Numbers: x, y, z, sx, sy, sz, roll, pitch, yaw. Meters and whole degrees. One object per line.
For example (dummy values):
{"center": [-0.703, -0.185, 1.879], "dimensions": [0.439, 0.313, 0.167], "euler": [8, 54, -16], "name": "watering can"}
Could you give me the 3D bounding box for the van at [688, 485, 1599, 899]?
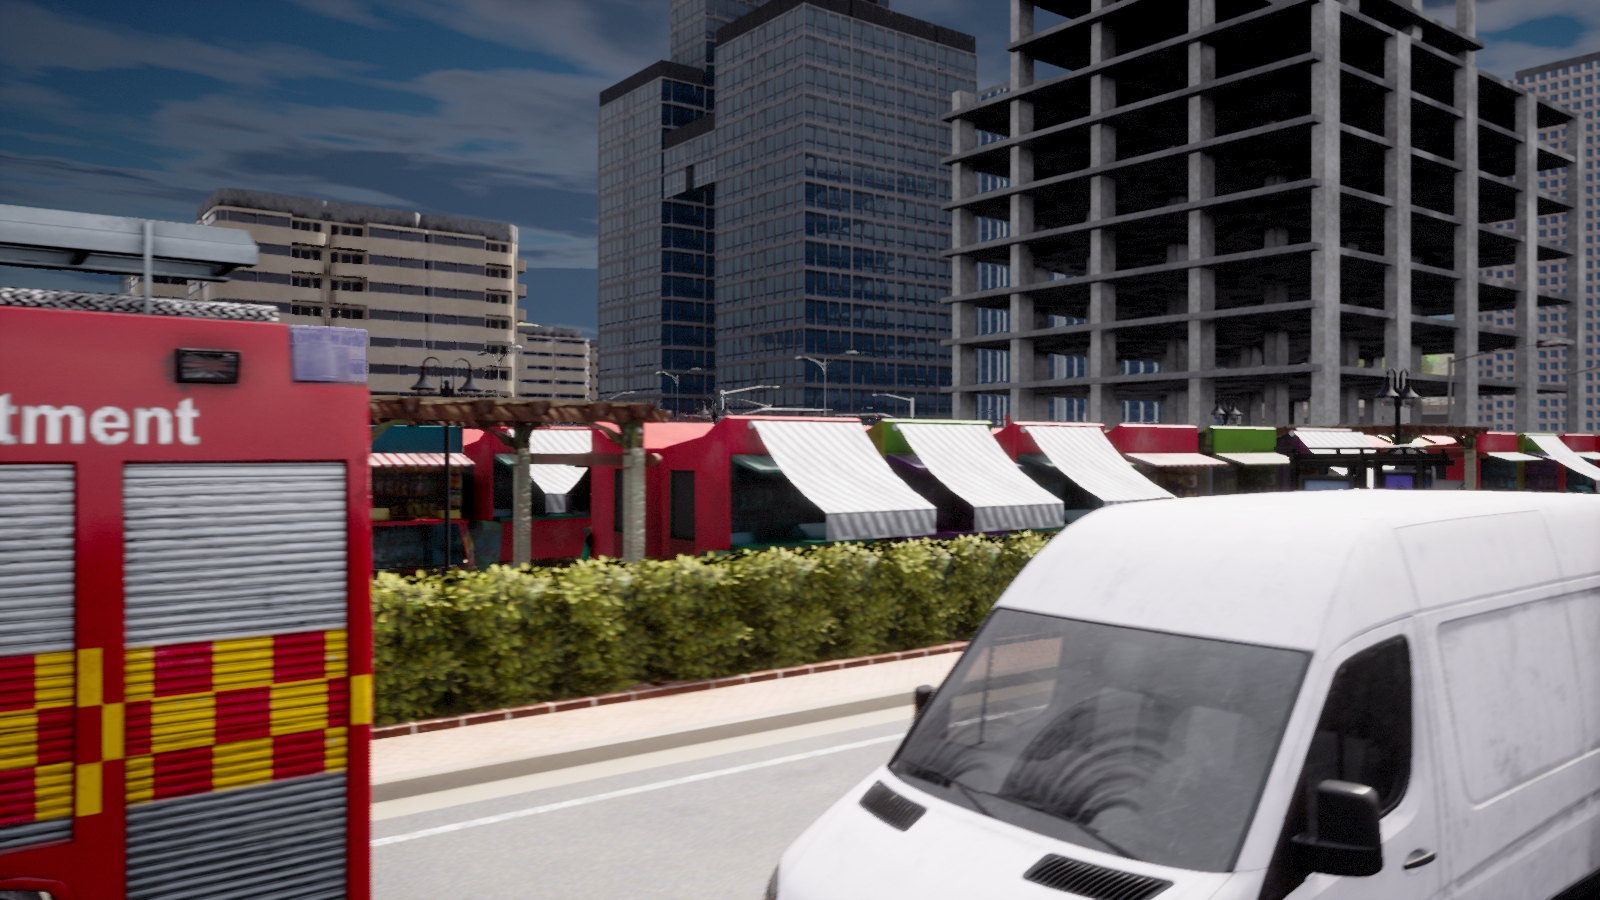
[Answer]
{"center": [2.489, 1.536, 5.758], "dimensions": [5.915, 2.561, 1.988], "euler": [0, 0, -37], "name": "van"}
